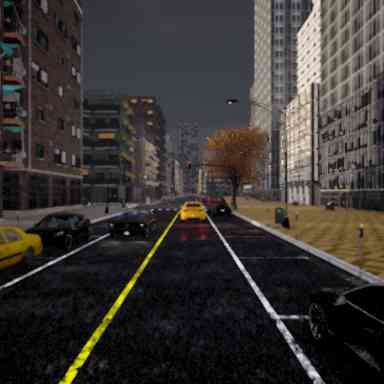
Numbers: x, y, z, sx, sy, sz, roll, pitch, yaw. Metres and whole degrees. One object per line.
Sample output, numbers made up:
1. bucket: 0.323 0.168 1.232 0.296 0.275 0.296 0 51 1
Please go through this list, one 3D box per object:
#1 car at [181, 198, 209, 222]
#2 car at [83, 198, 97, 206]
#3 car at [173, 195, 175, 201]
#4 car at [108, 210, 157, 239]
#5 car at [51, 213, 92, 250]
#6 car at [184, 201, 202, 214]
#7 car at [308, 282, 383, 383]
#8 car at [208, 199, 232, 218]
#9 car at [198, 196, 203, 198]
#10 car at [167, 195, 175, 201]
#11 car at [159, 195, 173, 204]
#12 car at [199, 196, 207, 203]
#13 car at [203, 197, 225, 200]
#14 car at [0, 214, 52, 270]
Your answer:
1. car: 0.099 1.550 26.849 1.882 1.535 5.008 0 0 0
2. car: -16.428 1.484 49.599 4.403 1.369 2.008 1 -1 -1
3. car: -5.694 1.808 80.071 2.008 1.369 4.403 0 0 0
4. car: -3.050 1.647 17.813 1.895 1.301 4.718 0 0 1
5. car: -5.689 1.603 14.526 1.947 1.339 4.313 0 0 0
6. car: 0.099 1.705 37.117 1.895 1.301 4.718 0 0 0
7. car: 2.693 1.574 3.480 1.947 1.339 4.313 0 0 0
8. car: 2.691 1.652 31.095 1.947 1.339 4.313 0 0 0
9. car: 2.687 1.758 69.006 1.887 1.381 4.507 0 0 0
10. car: -5.694 1.745 91.136 1.967 1.590 4.097 0 0 0
11. car: -5.693 1.764 69.005 2.008 1.369 4.403 0 0 0
12. car: 2.686 1.783 80.241 1.752 1.417 4.829 0 0 0
13. car: 2.691 1.418 36.619 2.192 1.841 5.009 0 0 0
14. car: -5.688 1.547 8.833 1.752 1.417 4.829 0 0 0
